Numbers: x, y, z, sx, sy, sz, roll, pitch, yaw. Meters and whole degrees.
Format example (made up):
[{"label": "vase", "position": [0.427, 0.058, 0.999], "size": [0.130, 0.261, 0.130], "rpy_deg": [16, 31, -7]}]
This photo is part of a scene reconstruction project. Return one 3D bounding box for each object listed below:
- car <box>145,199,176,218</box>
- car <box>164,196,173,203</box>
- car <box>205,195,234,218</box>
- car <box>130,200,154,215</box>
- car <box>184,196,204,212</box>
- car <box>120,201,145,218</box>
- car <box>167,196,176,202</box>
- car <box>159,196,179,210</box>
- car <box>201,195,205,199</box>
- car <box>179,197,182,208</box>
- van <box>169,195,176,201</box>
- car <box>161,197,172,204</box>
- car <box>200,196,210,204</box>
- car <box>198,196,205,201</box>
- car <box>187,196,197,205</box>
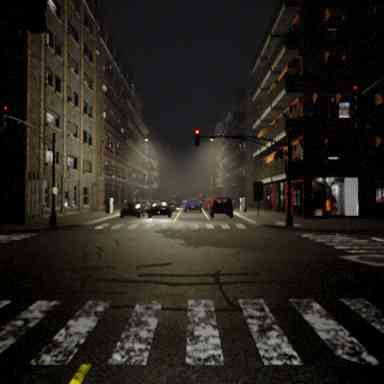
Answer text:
[{"label": "car", "position": [-2.828, 1.593, 30.446], "size": [1.994, 1.385, 4.181], "rpy_deg": [0, 0, 0]}, {"label": "car", "position": [-5.272, 1.714, 74.504], "size": [1.752, 1.417, 4.829], "rpy_deg": [1, 0, 0]}, {"label": "car", "position": [2.597, 1.344, 30.222], "size": [2.192, 1.841, 5.009], "rpy_deg": [1, 0, 0]}, {"label": "car", "position": [-5.285, 1.601, 35.740], "size": [1.947, 1.339, 4.313], "rpy_deg": [1, 0, 0]}, {"label": "car", "position": [0.122, 1.518, 39.214], "size": [1.882, 1.535, 5.008], "rpy_deg": [0, 0, 0]}, {"label": "car", "position": [-5.287, 1.594, 30.179], "size": [1.947, 1.339, 4.313], "rpy_deg": [1, 0, 0]}, {"label": "car", "position": [-5.269, 1.813, 85.802], "size": [2.008, 1.369, 4.403], "rpy_deg": [1, 0, 0]}, {"label": "car", "position": [-2.816, 1.546, 39.325], "size": [1.837, 1.490, 4.892], "rpy_deg": [0, 0, 0]}, {"label": "car", "position": [2.600, 1.359, 41.346], "size": [2.192, 1.841, 5.009], "rpy_deg": [1, 0, 0]}, {"label": "car", "position": [-2.759, 1.629, 49.260], "size": [1.994, 1.385, 4.181], "rpy_deg": [0, 0, 1]}, {"label": "van", "position": [-5.263, 1.640, 91.367], "size": [1.690, 1.788, 3.998], "rpy_deg": [1, 0, 0]}, {"label": "car", "position": [-5.275, 1.706, 69.112], "size": [2.008, 1.369, 4.403], "rpy_deg": [1, 0, 0]}, {"label": "car", "position": [2.606, 1.596, 69.144], "size": [1.967, 1.590, 4.097], "rpy_deg": [1, 0, 0]}, {"label": "car", "position": [2.614, 1.865, 91.395], "size": [1.947, 1.339, 4.313], "rpy_deg": [1, 0, 0]}, {"label": "car", "position": [0.072, 1.606, 64.457], "size": [1.882, 1.535, 5.008], "rpy_deg": [0, 0, 1]}]
